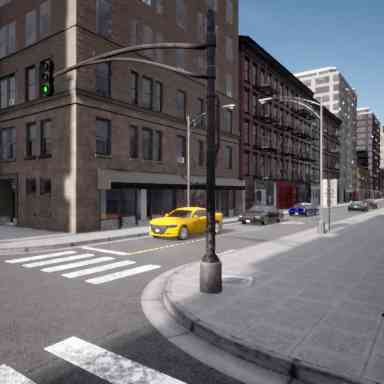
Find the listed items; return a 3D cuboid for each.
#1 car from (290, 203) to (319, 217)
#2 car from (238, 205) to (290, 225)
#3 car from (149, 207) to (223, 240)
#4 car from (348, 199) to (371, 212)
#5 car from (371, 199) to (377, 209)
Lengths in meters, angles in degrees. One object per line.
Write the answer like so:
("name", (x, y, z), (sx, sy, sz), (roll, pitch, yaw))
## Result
("car", (11.528, 1.815, 34.321), (1.895, 1.301, 4.718), (0, 0, 36))
("car", (5.542, 1.704, 25.941), (2.033, 1.411, 5.357), (0, 0, 35))
("car", (-0.198, 1.575, 17.882), (1.882, 1.535, 5.008), (0, 0, 35))
("car", (21.889, 1.853, 43.783), (1.994, 1.385, 4.181), (0, 0, 35))
("car", (27.672, 1.844, 51.910), (1.837, 1.490, 4.892), (0, 0, 36))
